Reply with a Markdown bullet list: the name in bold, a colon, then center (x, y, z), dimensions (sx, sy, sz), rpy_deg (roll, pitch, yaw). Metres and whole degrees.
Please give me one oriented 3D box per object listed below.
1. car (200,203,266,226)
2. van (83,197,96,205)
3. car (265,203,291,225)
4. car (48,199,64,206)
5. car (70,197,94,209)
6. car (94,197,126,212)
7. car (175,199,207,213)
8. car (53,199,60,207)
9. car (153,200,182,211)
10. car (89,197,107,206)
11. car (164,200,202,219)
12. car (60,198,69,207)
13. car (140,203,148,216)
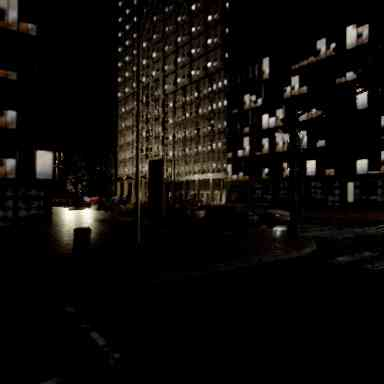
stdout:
- **car**: center (2.734, 1.566, 22.925), dimensions (1.802, 1.307, 4.206), rpy_deg (0, -1, -35)
- **van**: center (-22.954, 1.968, 74.311), dimensions (1.690, 1.788, 3.998), rpy_deg (0, -1, -35)
- **car**: center (5.139, 1.545, 24.196), dimensions (1.812, 1.442, 4.674), rpy_deg (1, -1, -35)
- **car**: center (-26.568, 2.028, 64.851), dimensions (2.008, 1.369, 4.403), rpy_deg (0, -1, -35)
- **car**: center (-16.800, 1.864, 50.876), dimensions (2.008, 1.369, 4.403), rpy_deg (0, -1, -35)
- **car**: center (-10.289, 1.643, 41.560), dimensions (1.967, 1.590, 4.097), rpy_deg (0, -1, -35)
- **car**: center (-0.164, 1.683, 41.701), dimensions (1.967, 1.590, 4.097), rpy_deg (0, -1, -35)
- **car**: center (-23.311, 1.967, 60.193), dimensions (1.887, 1.381, 4.507), rpy_deg (0, -1, -35)
- **car**: center (-3.517, 1.825, 46.498), dimensions (1.752, 1.417, 4.829), rpy_deg (0, -1, -35)
- **car**: center (-19.699, 1.887, 69.653), dimensions (2.192, 1.841, 5.009), rpy_deg (0, -1, -35)
- **car**: center (-0.522, 1.479, 27.585), dimensions (1.967, 1.590, 4.097), rpy_deg (0, -1, -35)
- **car**: center (-20.056, 1.934, 55.534), dimensions (1.947, 1.339, 4.313), rpy_deg (0, -1, -35)
- **car**: center (-3.680, 1.617, 32.103), dimensions (1.752, 1.417, 4.829), rpy_deg (0, -1, -35)
